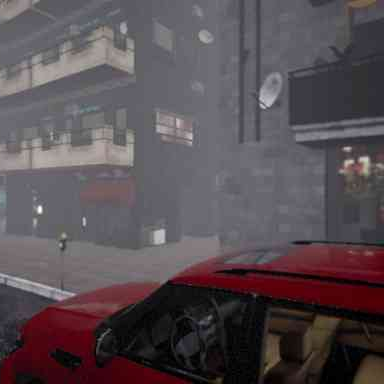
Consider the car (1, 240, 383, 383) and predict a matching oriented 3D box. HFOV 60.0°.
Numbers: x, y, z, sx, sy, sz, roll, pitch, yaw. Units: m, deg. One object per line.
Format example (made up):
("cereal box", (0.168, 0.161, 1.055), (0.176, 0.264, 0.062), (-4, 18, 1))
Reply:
("car", (0.679, 1.322, 2.374), (5.009, 1.841, 2.192), (-1, 0, 35))
